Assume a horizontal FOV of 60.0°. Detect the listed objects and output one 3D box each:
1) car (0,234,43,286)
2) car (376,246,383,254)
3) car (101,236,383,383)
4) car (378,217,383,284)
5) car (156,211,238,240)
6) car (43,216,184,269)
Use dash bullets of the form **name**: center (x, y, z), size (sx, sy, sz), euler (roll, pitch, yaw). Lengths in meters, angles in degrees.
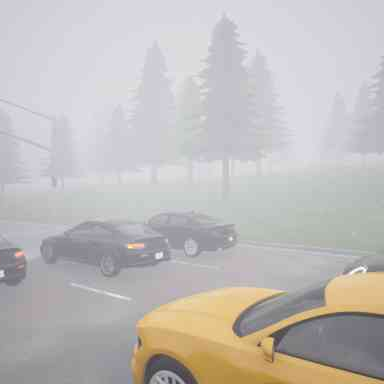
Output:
- **car**: center (-5.844, 1.526, 8.137), size (4.674, 1.442, 1.812), euler (0, 0, 36)
- **car**: center (4.642, 1.352, 4.980), size (4.553, 1.767, 2.097), euler (0, 0, 36)
- **car**: center (1.655, 1.478, 2.812), size (5.008, 1.535, 1.882), euler (0, 0, 36)
- **car**: center (7.150, 1.478, 7.492), size (5.008, 1.535, 1.882), euler (0, 0, 35)
- **car**: center (-0.654, 1.478, 13.022), size (5.008, 1.535, 1.882), euler (0, 0, 36)
- **car**: center (-2.739, 1.526, 10.210), size (4.674, 1.442, 1.812), euler (0, 0, 36)
